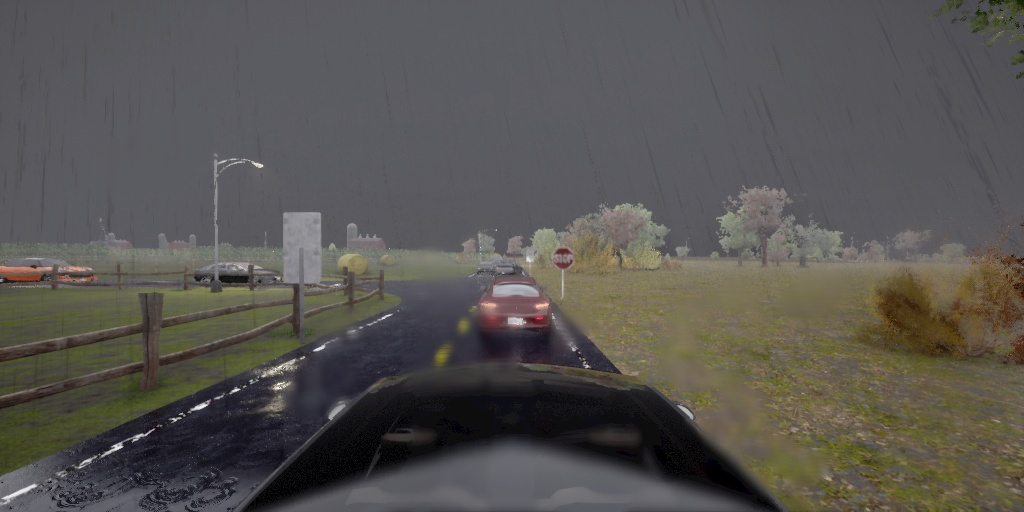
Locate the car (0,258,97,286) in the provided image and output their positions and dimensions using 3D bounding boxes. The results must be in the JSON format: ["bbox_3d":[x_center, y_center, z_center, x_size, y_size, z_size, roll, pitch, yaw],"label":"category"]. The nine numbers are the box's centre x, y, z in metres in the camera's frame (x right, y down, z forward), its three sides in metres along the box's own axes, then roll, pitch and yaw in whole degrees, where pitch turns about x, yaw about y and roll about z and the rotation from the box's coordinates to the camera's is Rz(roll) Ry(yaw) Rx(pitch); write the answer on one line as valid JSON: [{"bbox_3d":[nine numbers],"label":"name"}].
[{"bbox_3d":[-29.419,0.928,22.722,4.553,1.767,2.097,0,1,-1],"label":"car"}]

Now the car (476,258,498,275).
[{"bbox_3d":[-2.891,1.272,40.250,1.837,1.490,4.892,0,0,0],"label":"car"}]

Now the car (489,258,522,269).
[{"bbox_3d":[-0.287,1.252,33.072,2.128,1.511,4.902,0,0,11],"label":"car"}]

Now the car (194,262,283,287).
[{"bbox_3d":[-17.354,1.150,22.861,4.902,1.511,2.128,0,1,-1],"label":"car"}]

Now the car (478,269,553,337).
[{"bbox_3d":[0.053,1.275,10.153,1.812,1.442,4.674,0,0,-1],"label":"car"}]
